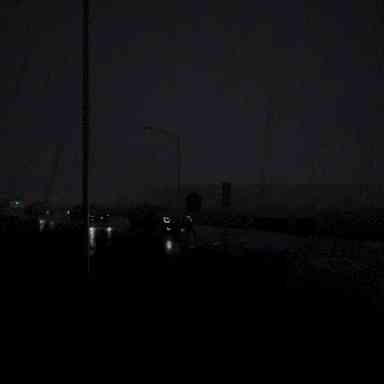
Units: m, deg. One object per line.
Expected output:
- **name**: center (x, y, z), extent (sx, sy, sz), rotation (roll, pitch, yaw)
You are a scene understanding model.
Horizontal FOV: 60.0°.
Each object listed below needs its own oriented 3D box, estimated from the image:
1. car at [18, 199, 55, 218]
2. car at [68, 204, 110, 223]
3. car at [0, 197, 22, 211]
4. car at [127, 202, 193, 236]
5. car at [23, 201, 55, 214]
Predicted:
- **car**: center (-16.332, 1.866, 35.508), extent (2.128, 1.511, 4.902), rotation (-1, 0, -44)
- **car**: center (-8.527, 1.763, 27.172), extent (1.837, 1.490, 4.892), rotation (-1, 0, -42)
- **car**: center (-27.423, 1.762, 50.370), extent (5.566, 2.045, 2.150), rotation (-1, 0, 44)
- **car**: center (-1.974, 1.512, 19.719), extent (2.097, 1.767, 4.553), rotation (-1, 0, -41)
- **car**: center (-19.900, 1.924, 43.190), extent (4.902, 1.511, 2.128), rotation (-1, 0, 45)
